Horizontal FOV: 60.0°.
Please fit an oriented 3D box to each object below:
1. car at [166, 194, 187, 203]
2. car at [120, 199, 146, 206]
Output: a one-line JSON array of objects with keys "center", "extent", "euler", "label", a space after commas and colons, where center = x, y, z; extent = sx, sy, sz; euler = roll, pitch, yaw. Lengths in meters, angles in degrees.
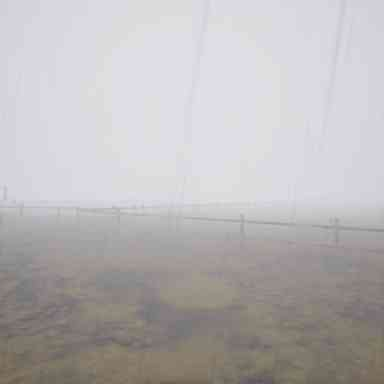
[{"center": [-3.465, 1.358, 73.271], "extent": [2.150, 2.045, 5.566], "euler": [-1, 0, 36], "label": "car"}, {"center": [-11.087, 1.934, 62.672], "extent": [2.033, 1.411, 5.357], "euler": [-1, 0, 36], "label": "car"}]
